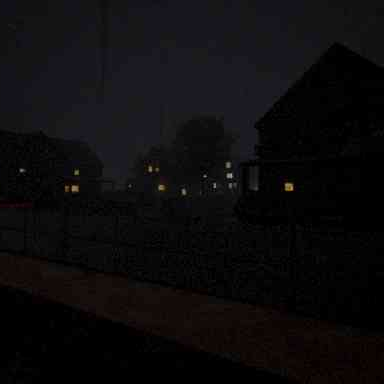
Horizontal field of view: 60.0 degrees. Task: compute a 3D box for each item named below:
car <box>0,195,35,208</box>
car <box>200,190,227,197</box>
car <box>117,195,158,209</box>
[{"bbox_3d":[-12.289,1.042,20.989,2.097,1.767,4.553,1,2,35],"label":"car"},{"bbox_3d":[2.813,0.570,42.243,2.128,1.511,4.902,1,2,36],"label":"car"},{"bbox_3d":[-5.131,0.963,31.084,1.994,1.385,4.181,1,2,35],"label":"car"}]
